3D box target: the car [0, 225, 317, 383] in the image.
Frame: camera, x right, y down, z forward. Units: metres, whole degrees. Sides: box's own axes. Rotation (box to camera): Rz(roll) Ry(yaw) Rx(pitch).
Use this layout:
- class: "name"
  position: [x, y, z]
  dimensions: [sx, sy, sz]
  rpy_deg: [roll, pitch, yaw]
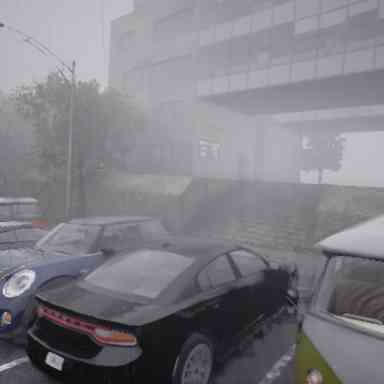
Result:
- class: "car"
  position: [0.125, 1.456, 5.188]
  dimensions: [2.097, 1.535, 5.008]
  rpy_deg: [1, 0, 36]

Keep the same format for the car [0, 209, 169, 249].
- class: "car"
  position: [-2.026, 1.308, 6.769]
  dimensions: [2.185, 1.767, 4.553]
  rpy_deg: [1, 0, 36]

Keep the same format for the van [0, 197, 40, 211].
- class: "van"
  position: [-6.521, 1.159, 10.085]
  dimensions: [1.878, 1.987, 4.442]
  rpy_deg: [1, 0, 36]
